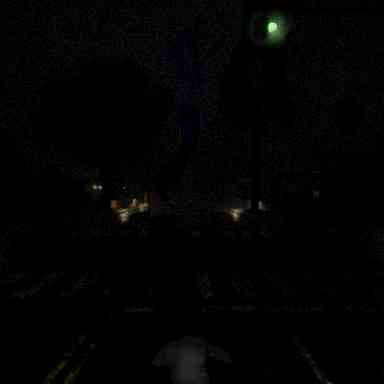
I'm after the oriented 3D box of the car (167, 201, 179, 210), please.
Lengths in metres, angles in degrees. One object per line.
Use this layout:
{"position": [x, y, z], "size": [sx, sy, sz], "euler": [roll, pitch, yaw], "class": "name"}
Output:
{"position": [-3.240, 2.352, 58.542], "size": [1.812, 1.442, 4.674], "euler": [0, 0, 0], "class": "car"}
